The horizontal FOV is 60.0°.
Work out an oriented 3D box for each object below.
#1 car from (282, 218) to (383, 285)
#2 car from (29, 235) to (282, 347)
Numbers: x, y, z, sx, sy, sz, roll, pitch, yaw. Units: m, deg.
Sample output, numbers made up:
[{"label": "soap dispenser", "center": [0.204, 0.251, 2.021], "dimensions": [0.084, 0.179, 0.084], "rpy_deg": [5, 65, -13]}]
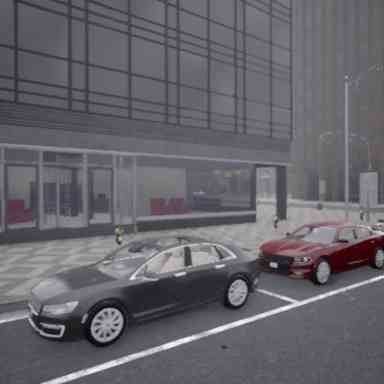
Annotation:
[{"label": "car", "center": [3.817, 1.523, 9.411], "dimensions": [4.507, 1.381, 1.887], "rpy_deg": [0, 0, -36]}, {"label": "car", "center": [-0.611, 1.549, 6.222], "dimensions": [4.403, 1.369, 2.008], "rpy_deg": [0, 0, -36]}]
